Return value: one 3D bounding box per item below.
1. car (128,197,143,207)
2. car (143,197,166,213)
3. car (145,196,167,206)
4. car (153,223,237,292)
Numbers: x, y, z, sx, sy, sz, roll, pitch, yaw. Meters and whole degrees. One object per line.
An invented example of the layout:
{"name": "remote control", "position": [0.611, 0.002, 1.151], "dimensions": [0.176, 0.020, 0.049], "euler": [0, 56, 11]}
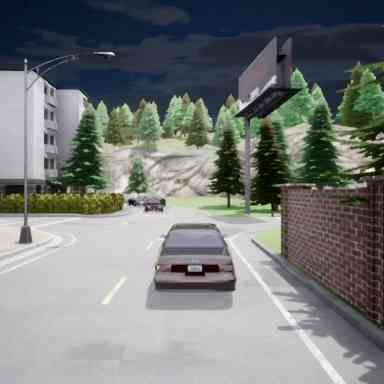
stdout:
{"name": "car", "position": [-8.563, 1.496, 51.912], "dimensions": [2.128, 1.511, 4.902], "euler": [0, 0, -27]}
{"name": "car", "position": [-4.299, 1.566, 37.705], "dimensions": [1.994, 1.385, 4.181], "euler": [0, 0, -8]}
{"name": "car", "position": [-5.956, 1.482, 54.918], "dimensions": [1.882, 1.535, 5.008], "euler": [0, 0, -27]}
{"name": "car", "position": [0.063, 1.548, 9.047], "dimensions": [2.033, 1.411, 5.357], "euler": [0, 0, 0]}
